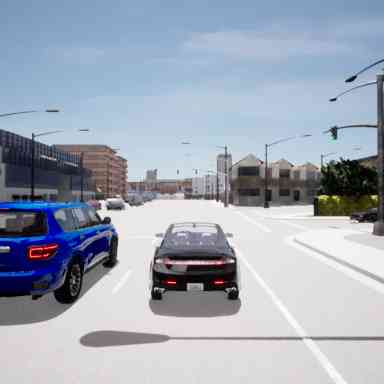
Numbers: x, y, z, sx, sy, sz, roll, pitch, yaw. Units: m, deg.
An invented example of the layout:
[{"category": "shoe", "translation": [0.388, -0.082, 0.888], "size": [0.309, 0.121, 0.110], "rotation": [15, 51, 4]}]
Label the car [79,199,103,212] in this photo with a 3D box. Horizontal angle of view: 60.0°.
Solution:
[{"category": "car", "translation": [-14.136, 1.862, 46.909], "size": [1.882, 1.535, 5.008], "rotation": [0, 0, 0]}]

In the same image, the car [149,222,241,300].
[{"category": "car", "translation": [0.062, 1.507, 8.422], "size": [2.128, 1.511, 4.902], "rotation": [0, 0, 0]}]

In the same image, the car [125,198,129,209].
[{"category": "car", "translation": [-10.631, 1.944, 46.752], "size": [1.994, 1.385, 4.181], "rotation": [0, 0, 0]}]

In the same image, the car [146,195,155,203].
[{"category": "car", "translation": [-10.559, 1.712, 77.803], "size": [1.837, 1.490, 4.892], "rotation": [0, 1, 0]}]

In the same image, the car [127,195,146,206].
[{"category": "car", "translation": [-10.599, 1.754, 62.915], "size": [2.097, 1.767, 4.553], "rotation": [0, 1, 0]}]

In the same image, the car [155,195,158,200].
[{"category": "car", "translation": [-10.571, 1.726, 93.282], "size": [1.837, 1.490, 4.892], "rotation": [0, -1, 0]}]

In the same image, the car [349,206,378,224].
[{"category": "car", "translation": [15.095, 1.686, 25.543], "size": [5.357, 1.411, 2.033], "rotation": [0, -1, 0]}]

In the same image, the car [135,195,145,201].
[{"category": "car", "translation": [-14.069, 1.707, 90.644], "size": [1.837, 1.490, 4.892], "rotation": [0, 0, 0]}]

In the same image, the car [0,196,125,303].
[{"category": "car", "translation": [-3.439, 1.240, 8.379], "size": [2.150, 2.045, 5.566], "rotation": [0, 0, 0]}]

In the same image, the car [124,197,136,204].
[{"category": "car", "translation": [-14.057, 1.837, 75.297], "size": [1.895, 1.301, 4.718], "rotation": [0, 1, 0]}]
